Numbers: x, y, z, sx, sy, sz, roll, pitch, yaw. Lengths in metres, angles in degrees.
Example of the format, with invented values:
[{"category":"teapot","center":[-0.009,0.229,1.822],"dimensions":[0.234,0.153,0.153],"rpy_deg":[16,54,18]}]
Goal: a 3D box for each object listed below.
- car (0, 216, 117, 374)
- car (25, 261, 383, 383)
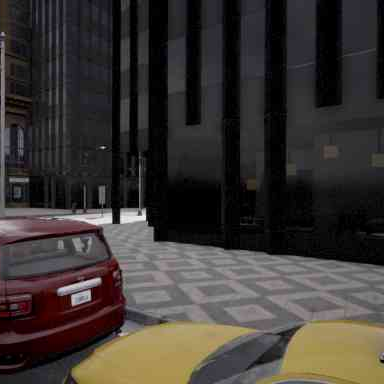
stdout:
[{"category":"car","center":[-3.233,1.314,5.265],"dimensions":[5.009,1.841,2.192],"rpy_deg":[0,0,36]},{"category":"car","center":[1.046,1.525,2.213],"dimensions":[4.829,1.417,1.752],"rpy_deg":[0,0,36]}]
